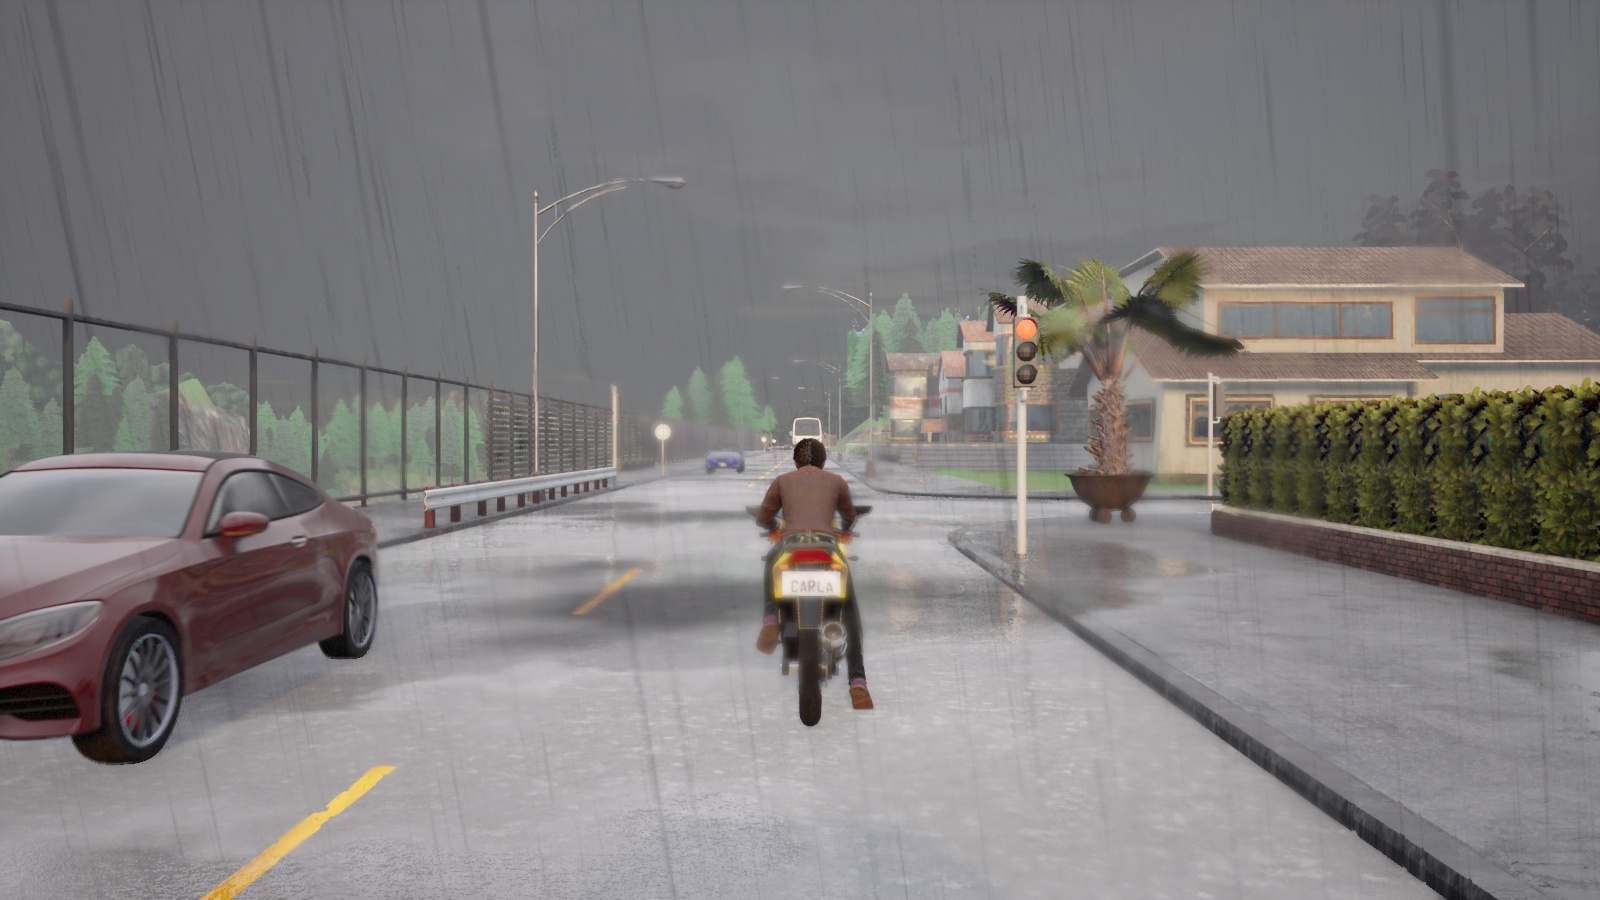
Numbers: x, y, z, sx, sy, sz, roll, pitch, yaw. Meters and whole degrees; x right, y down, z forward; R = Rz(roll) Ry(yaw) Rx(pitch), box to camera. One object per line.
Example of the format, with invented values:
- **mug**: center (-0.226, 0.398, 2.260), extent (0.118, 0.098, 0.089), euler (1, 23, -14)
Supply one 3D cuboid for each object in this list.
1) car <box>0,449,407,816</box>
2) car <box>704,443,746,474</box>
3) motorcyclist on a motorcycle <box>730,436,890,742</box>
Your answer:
- **car**: center (-3.945, 0.728, 7.357), extent (1.812, 1.442, 4.674), euler (0, 0, 0)
- **car**: center (-3.639, 0.409, 61.694), extent (1.816, 1.474, 4.193), euler (0, 0, 0)
- **motorcyclist on a motorcycle**: center (0.056, 0.688, 7.269), extent (0.797, 1.523, 2.044), euler (0, 0, 0)
